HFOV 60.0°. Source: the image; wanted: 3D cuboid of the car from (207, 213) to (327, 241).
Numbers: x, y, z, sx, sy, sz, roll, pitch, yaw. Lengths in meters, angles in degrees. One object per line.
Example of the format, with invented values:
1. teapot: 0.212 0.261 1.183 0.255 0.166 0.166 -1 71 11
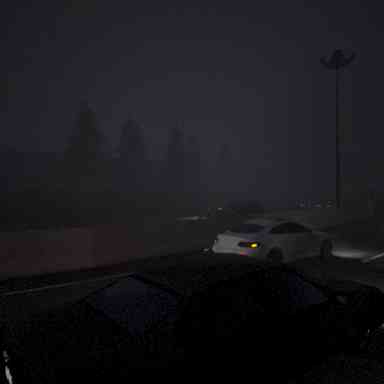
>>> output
1. car: 2.672 1.533 10.643 4.674 1.442 1.812 0 0 -41

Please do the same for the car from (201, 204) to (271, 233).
1. car: 2.802 1.545 20.517 1.812 1.442 4.674 0 0 45

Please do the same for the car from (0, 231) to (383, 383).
1. car: 0.488 1.552 4.274 5.357 1.411 2.033 0 0 -38
